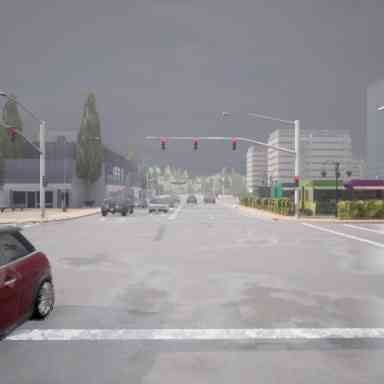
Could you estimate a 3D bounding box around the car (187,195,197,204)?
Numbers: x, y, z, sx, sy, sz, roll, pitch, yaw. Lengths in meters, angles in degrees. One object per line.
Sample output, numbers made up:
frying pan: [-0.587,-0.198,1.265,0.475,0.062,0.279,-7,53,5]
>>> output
car: [-0.014,1.491,63.662,2.128,1.511,4.902,0,0,0]

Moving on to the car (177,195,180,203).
car: [-3.527,1.351,66.977,2.097,1.767,4.553,0,0,0]

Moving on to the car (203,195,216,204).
car: [3.486,1.491,63.663,2.128,1.511,4.902,0,0,0]

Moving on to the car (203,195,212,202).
car: [3.484,1.397,73.938,1.812,1.442,4.674,0,0,0]

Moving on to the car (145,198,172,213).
car: [-3.609,1.601,36.785,1.895,1.301,4.718,0,0,0]

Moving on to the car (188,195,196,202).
car: [-0.016,1.372,73.936,1.837,1.490,4.892,0,0,0]

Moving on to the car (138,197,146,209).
car: [-7.109,1.490,44.672,2.128,1.511,4.902,0,0,0]

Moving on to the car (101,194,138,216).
car: [-7.121,1.221,32.443,2.150,2.045,5.566,0,0,1]

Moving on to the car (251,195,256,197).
car: [17.770,1.156,83.939,3.866,1.878,1.905,0,0,-2]

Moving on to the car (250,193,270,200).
car: [17.750,1.153,86.834,4.605,1.855,1.932,0,0,-2]

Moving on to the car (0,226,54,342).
car: [-3.601,1.352,4.250,2.097,1.767,4.553,0,0,0]

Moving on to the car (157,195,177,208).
car: [-3.608,1.505,48.174,1.837,1.490,4.892,0,0,0]
